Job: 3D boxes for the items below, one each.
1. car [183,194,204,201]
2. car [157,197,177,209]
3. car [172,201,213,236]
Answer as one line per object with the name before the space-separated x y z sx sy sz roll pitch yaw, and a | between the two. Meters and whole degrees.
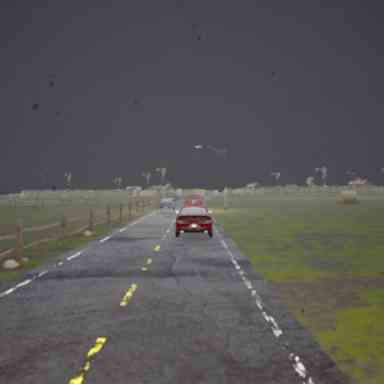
car | 0.193 1.215 37.834 2.150 2.045 5.566 0 0 1
car | -2.684 1.287 36.367 1.882 1.535 5.008 0 0 1
car | 0.097 1.474 18.485 1.882 1.535 5.008 0 0 0
